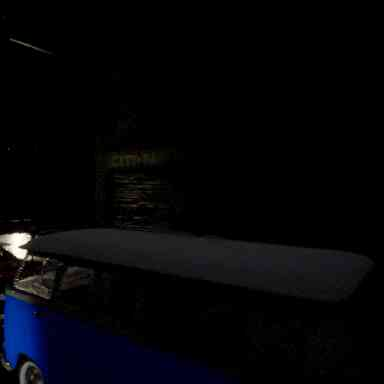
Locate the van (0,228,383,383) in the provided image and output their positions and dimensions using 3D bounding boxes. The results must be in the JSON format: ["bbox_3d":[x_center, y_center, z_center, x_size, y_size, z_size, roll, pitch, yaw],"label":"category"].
[{"bbox_3d":[-0.264,1.336,3.260,3.998,1.788,1.690,0,0,35],"label":"van"}]
